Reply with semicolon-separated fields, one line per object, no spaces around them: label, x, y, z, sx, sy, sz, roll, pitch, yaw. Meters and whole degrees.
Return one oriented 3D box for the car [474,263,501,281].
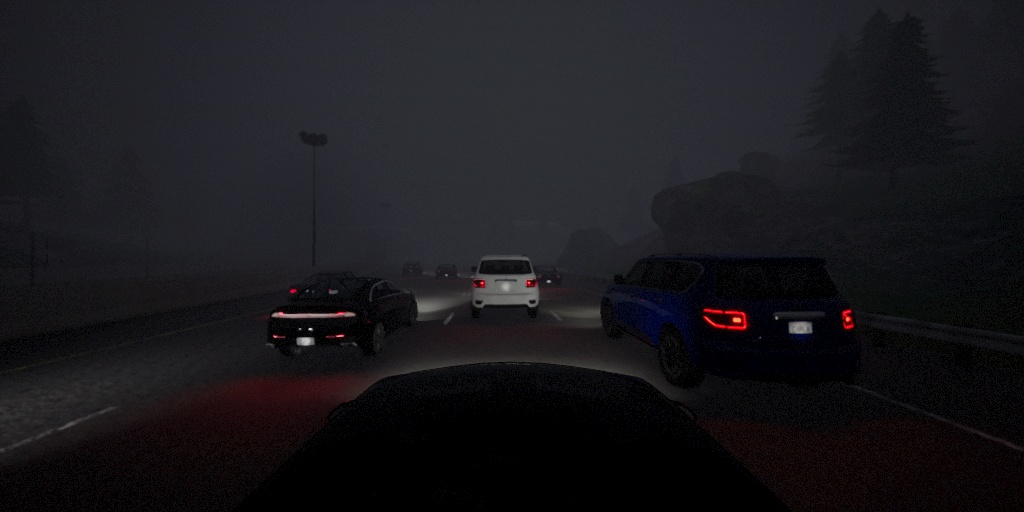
car;-2.199;1.325;31.201;1.994;1.385;4.181;0;0;-8

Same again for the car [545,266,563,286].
car;2.128;1.351;25.303;1.895;1.301;4.718;0;0;-6

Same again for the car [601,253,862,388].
car;3.444;0.966;7.053;2.150;2.045;5.566;0;0;-2

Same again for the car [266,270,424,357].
car;-3.628;1.250;8.583;2.128;1.511;4.902;0;0;-2

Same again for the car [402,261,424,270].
car;-10.307;1.270;37.449;2.128;1.511;4.902;0;0;-10

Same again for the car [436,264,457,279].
car;-6.020;1.370;33.245;1.895;1.301;4.718;0;0;-9

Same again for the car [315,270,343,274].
car;-7.471;1.316;15.443;2.033;1.411;5.357;0;0;-4

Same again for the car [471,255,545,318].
car;-0.330;0.975;13.276;2.150;2.045;5.566;0;0;-3
